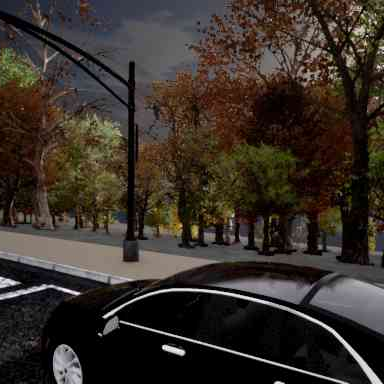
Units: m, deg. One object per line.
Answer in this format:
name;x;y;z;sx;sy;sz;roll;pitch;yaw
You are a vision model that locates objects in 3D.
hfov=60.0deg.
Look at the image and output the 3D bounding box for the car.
car;0.392;1.505;3.396;4.892;1.490;1.837;0;0;36
